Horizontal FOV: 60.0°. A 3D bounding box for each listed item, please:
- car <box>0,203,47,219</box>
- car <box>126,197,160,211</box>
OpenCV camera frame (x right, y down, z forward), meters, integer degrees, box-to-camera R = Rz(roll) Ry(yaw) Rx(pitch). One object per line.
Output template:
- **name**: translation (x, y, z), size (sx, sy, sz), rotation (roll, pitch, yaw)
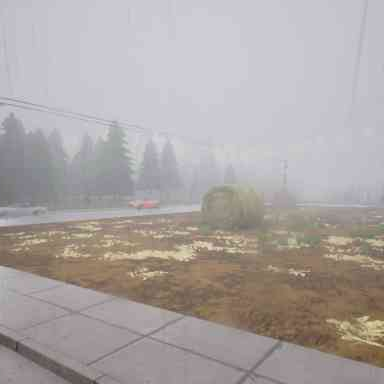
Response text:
- **car**: translation (-15.514, 1.627, 29.447), size (1.895, 1.301, 4.718), rotation (0, 0, 37)
- **car**: translation (-6.164, 1.379, 42.041), size (2.097, 1.767, 4.553), rotation (0, 0, 37)
